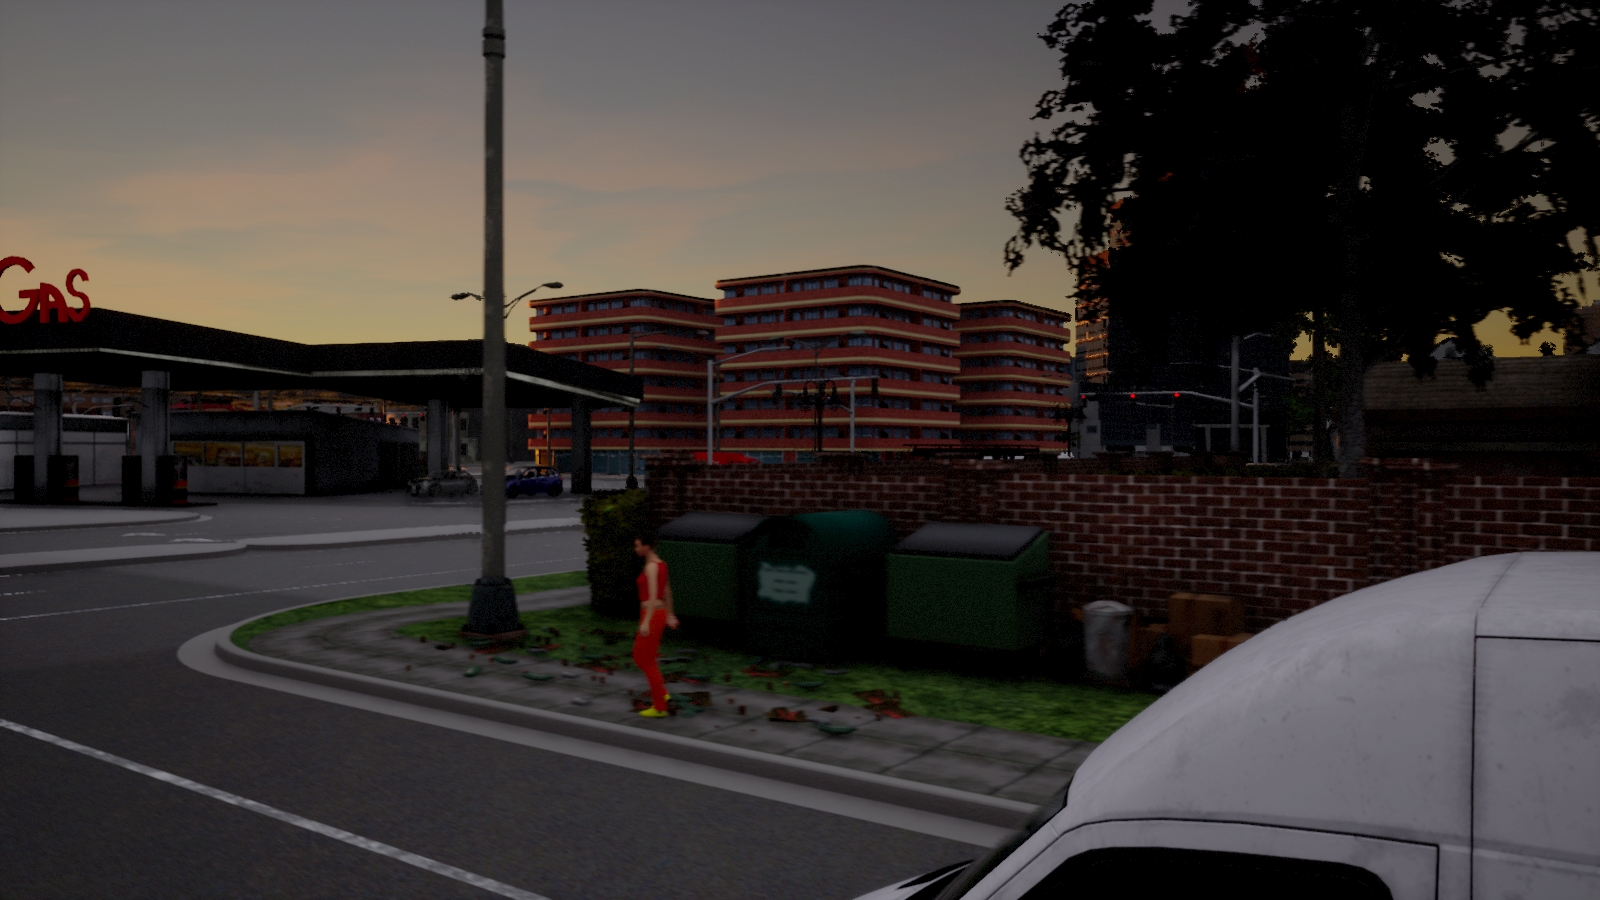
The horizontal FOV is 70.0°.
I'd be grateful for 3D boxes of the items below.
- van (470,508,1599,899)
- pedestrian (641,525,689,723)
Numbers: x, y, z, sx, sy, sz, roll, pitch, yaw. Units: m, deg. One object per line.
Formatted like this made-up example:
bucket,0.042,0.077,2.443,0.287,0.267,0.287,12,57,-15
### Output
van,2.066,1.527,2.333,5.915,2.561,1.988,0,0,35
pedestrian,-1.306,1.673,11.118,0.375,1.860,0.375,0,0,8
